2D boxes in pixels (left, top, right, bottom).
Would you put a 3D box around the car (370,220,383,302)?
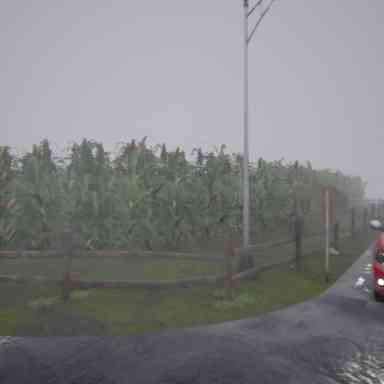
[{"bbox_3d":[5.627,1.214,7.848,2.150,2.045,5.566,0,1,32],"label":"car"}]
